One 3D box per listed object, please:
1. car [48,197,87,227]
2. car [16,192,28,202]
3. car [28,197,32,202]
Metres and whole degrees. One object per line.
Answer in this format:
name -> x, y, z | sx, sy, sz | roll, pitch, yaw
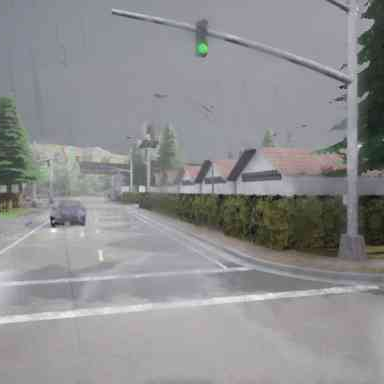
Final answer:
car -> -8.259, 1.336, 22.480 | 2.097, 1.767, 4.553 | 0, 0, -17
car -> -34.966, 1.021, 65.417 | 3.866, 1.878, 1.905 | 0, 0, -17
car -> -35.353, 1.301, 68.775 | 3.806, 1.475, 1.970 | 0, 0, -17
